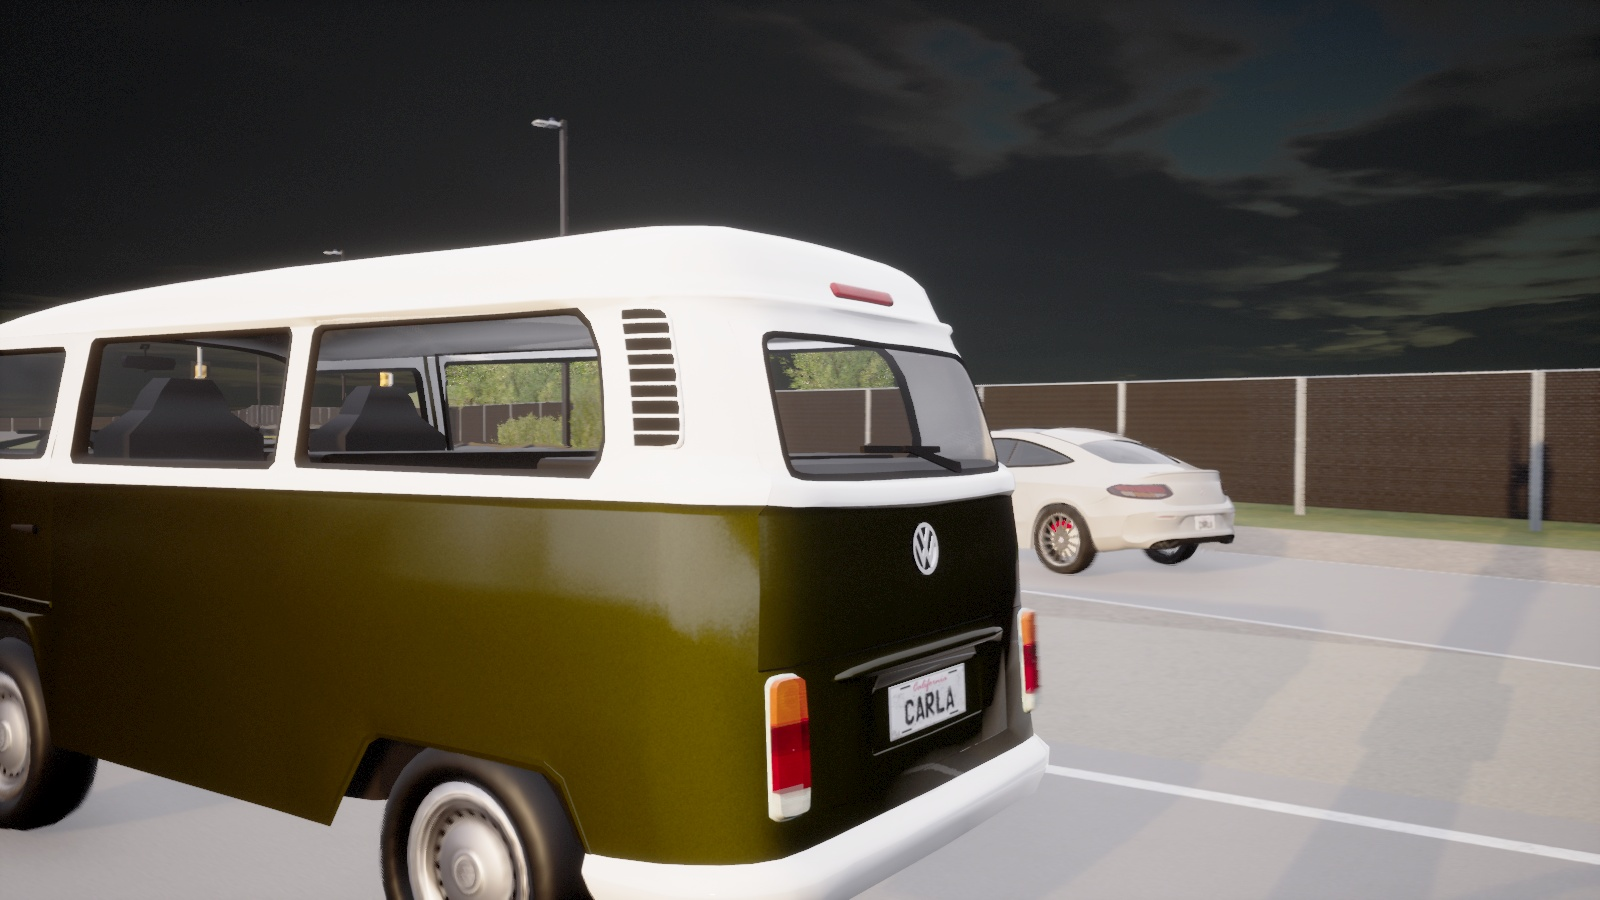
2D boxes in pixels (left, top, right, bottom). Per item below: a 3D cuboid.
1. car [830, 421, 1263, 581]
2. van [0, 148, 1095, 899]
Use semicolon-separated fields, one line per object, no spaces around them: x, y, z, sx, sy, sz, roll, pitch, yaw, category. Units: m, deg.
2.488;0.428;13.827;1.812;1.442;4.674;-2;2;-37;car
-1.457;0.407;4.586;4.480;2.038;2.069;0;1;34;van
